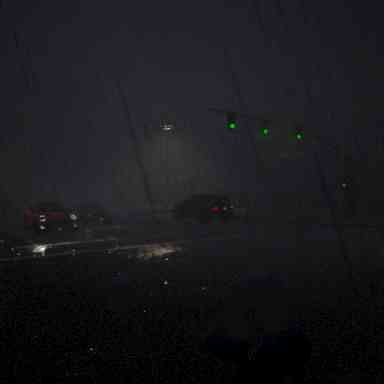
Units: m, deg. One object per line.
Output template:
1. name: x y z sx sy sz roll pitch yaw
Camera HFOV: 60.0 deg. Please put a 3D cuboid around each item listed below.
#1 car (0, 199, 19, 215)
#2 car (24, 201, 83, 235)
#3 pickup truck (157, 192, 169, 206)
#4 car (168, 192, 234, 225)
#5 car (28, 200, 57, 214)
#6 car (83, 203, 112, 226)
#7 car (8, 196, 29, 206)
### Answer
1. car: -18.955 1.514 33.943 1.837 1.490 4.892 0 0 -36
2. car: -8.178 1.361 19.141 2.097 1.767 4.553 0 0 -36
3. pickup truck: -4.363 1.102 54.190 2.390 2.098 6.274 0 0 -6
4. car: 0.705 1.245 24.947 2.150 2.045 5.566 0 0 -36
5. car: -16.403 1.614 36.383 1.895 1.301 4.718 0 0 -36
6. car: -7.418 1.539 24.074 1.812 1.442 4.674 0 0 -36
7. car: -25.864 1.272 49.532 2.033 1.411 5.357 0 0 -36
